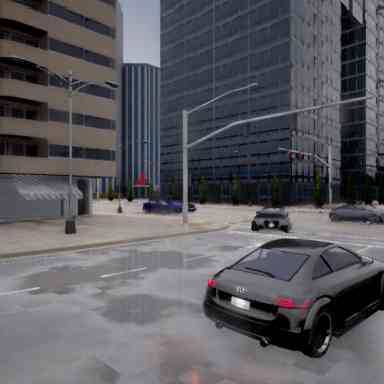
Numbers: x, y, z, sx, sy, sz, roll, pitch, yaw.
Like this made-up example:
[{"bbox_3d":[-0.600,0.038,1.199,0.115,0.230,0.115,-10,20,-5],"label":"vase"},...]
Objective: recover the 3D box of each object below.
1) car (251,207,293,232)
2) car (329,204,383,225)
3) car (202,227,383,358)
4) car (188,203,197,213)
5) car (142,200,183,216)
[{"bbox_3d":[4.769,1.569,19.454,1.994,1.385,4.181,1,0,16],"label":"car"},{"bbox_3d":[12.170,1.582,24.068,4.181,1.385,1.994,0,0,44],"label":"car"},{"bbox_3d":[2.163,1.564,6.140,4.181,1.385,1.994,0,0,-43],"label":"car"},{"bbox_3d":[-1.392,1.618,37.374,4.181,1.385,1.994,0,0,44],"label":"car"},{"bbox_3d":[-3.054,1.533,34.102,5.008,1.535,1.882,0,0,44],"label":"car"}]
